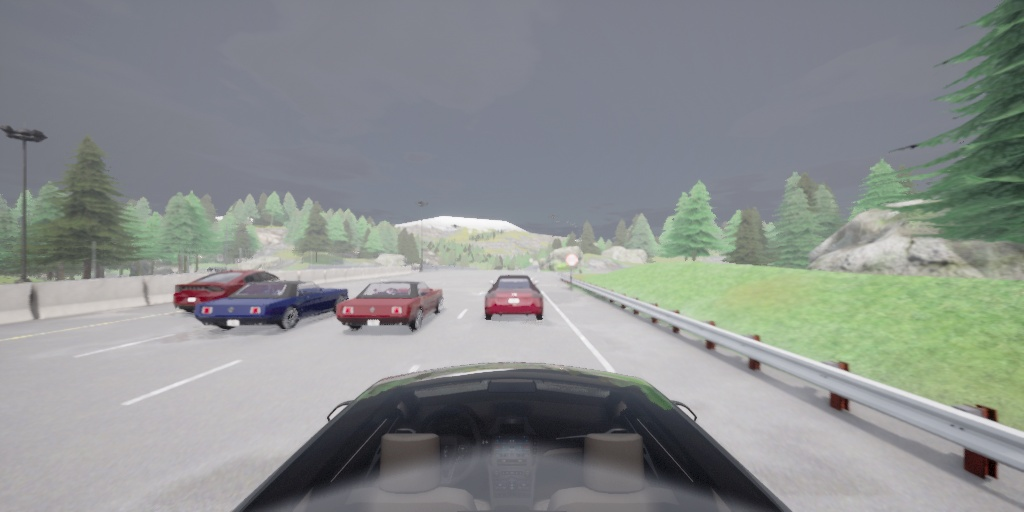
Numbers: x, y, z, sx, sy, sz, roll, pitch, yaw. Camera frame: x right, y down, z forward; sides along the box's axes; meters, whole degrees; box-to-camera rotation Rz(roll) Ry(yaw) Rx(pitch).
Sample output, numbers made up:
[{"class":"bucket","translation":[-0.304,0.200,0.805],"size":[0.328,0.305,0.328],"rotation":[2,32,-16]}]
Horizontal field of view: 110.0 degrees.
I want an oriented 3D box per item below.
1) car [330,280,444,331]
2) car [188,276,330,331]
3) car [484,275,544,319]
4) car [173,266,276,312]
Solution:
[{"class":"car","translation":[-3.439,1.393,11.173],"size":[1.895,1.301,4.718],"rotation":[0,0,0]},{"class":"car","translation":[-6.938,1.393,11.177],"size":[1.895,1.301,4.718],"rotation":[0,0,0]},{"class":"car","translation":[0.073,1.364,13.117],"size":[1.994,1.385,4.181],"rotation":[0,0,0]},{"class":"car","translation":[-10.421,1.282,14.160],"size":[1.882,1.535,5.008],"rotation":[0,0,0]}]
